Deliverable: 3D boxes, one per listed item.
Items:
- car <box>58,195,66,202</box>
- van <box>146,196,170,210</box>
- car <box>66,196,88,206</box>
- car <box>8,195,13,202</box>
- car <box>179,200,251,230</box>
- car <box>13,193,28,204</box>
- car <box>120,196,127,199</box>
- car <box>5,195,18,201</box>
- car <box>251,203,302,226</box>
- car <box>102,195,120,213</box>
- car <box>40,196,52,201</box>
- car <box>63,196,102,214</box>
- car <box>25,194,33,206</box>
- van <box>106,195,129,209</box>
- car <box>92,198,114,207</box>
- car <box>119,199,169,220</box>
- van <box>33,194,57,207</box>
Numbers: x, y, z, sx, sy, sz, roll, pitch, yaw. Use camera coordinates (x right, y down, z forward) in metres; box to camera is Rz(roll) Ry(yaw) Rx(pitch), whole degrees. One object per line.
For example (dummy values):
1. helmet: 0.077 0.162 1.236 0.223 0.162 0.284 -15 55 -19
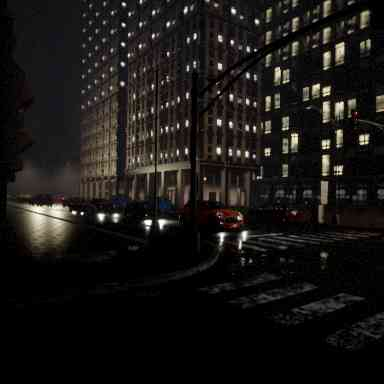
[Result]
1. car: -15.951 1.404 44.584 2.128 1.511 4.902 1 -1 -35
2. van: -4.052 1.382 37.764 1.690 1.788 3.998 1 -1 -35
3. car: -18.694 1.457 53.890 2.128 1.511 4.902 1 -1 -35
4. car: -37.065 1.396 69.740 1.947 1.339 4.313 1 -1 -35
5. car: 1.111 1.303 20.509 2.097 1.767 4.553 1 -1 -35
6. car: -30.516 1.155 60.534 2.192 1.841 5.009 1 -1 -35
7. car: -7.328 1.584 42.366 2.008 1.369 4.403 1 -1 -35
8. car: -40.337 1.377 74.344 2.008 1.369 4.403 1 -1 -35
9. car: 5.765 1.505 23.952 1.967 1.590 4.097 1 -1 -35
10. car: -9.960 1.402 36.090 1.882 1.535 5.008 1 -1 -36
11. car: -36.782 1.570 83.802 1.802 1.307 4.206 1 -1 -35
12. car: -10.885 1.427 32.908 2.008 1.369 4.403 1 -1 -35
13. car: -23.975 1.432 51.324 1.802 1.307 4.206 1 -1 -35
14. van: -10.596 1.368 46.973 1.690 1.788 3.998 1 -1 -35
15. car: -13.873 1.586 51.574 1.947 1.339 4.313 1 -1 -35
16. car: -4.094 1.502 27.823 1.994 1.385 4.181 1 -1 -35
17. van: -20.699 1.197 46.722 1.690 1.788 3.998 1 -1 -35
